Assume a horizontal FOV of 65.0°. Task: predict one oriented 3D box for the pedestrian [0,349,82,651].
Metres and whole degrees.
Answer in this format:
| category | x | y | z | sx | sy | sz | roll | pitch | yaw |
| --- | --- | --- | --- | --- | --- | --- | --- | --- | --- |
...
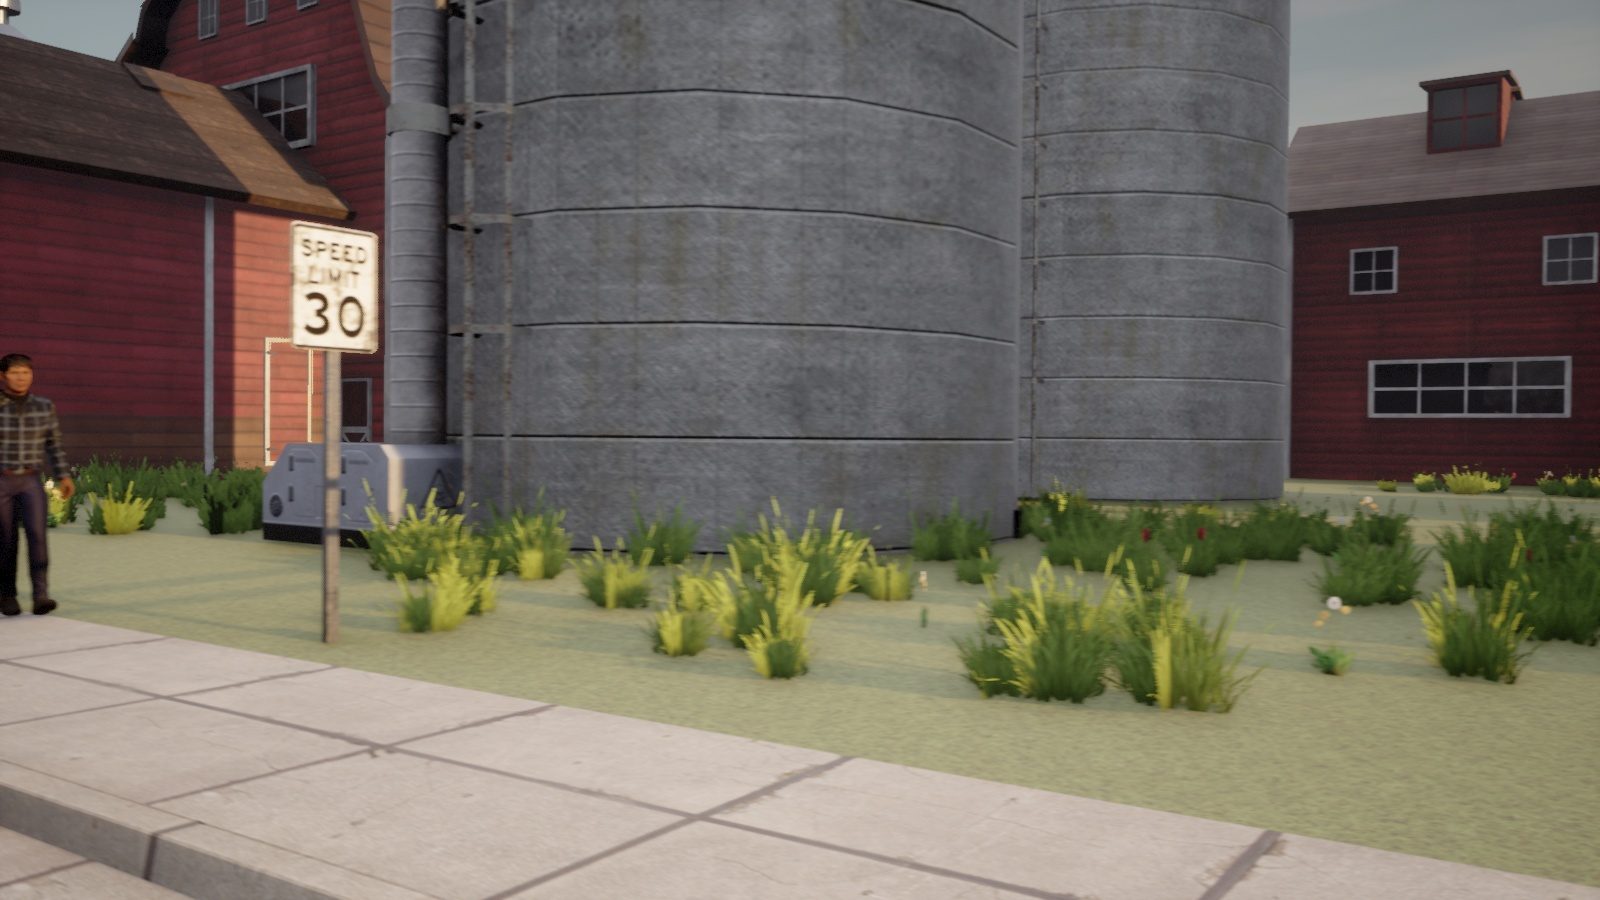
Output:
| category | x | y | z | sx | sy | sz | roll | pitch | yaw |
| --- | --- | --- | --- | --- | --- | --- | --- | --- | --- |
| pedestrian | -5.249 | 0.318 | 8.540 | 0.423 | 1.949 | 0.788 | -1 | 1 | -44 |
